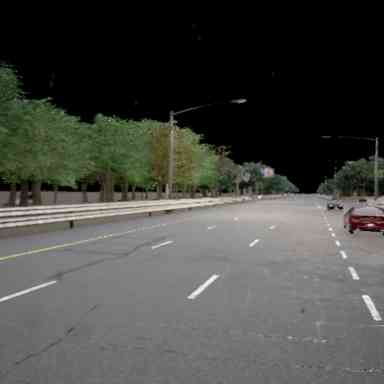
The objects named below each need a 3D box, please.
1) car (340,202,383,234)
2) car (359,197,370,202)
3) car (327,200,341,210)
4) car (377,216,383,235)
[{"bbox_3d":[10.188,1.598,19.718,1.882,1.535,5.008,1,0,20],"label":"car"},{"bbox_3d":[42.205,1.931,80.579,4.892,1.490,1.837,1,0,-42],"label":"car"},{"bbox_3d":[19.282,1.787,44.798,1.895,1.301,4.718,1,0,20],"label":"car"},{"bbox_3d":[5.793,1.568,7.591,1.837,1.490,4.892,1,0,20],"label":"car"}]
